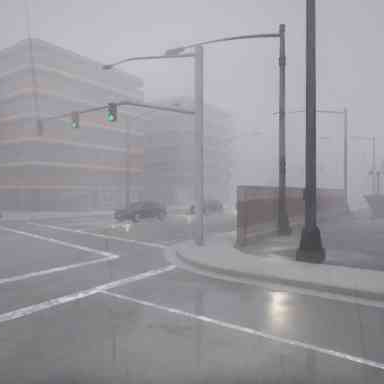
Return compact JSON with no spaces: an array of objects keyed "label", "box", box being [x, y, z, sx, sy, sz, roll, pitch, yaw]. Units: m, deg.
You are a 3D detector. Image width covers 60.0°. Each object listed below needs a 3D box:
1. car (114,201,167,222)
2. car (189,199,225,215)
[{"label":"car","box":[-3.966,1.505,26.333,1.837,1.490,4.892,0,0,35]},{"label":"car","box":[1.626,1.505,34.455,1.837,1.490,4.892,0,0,35]}]
